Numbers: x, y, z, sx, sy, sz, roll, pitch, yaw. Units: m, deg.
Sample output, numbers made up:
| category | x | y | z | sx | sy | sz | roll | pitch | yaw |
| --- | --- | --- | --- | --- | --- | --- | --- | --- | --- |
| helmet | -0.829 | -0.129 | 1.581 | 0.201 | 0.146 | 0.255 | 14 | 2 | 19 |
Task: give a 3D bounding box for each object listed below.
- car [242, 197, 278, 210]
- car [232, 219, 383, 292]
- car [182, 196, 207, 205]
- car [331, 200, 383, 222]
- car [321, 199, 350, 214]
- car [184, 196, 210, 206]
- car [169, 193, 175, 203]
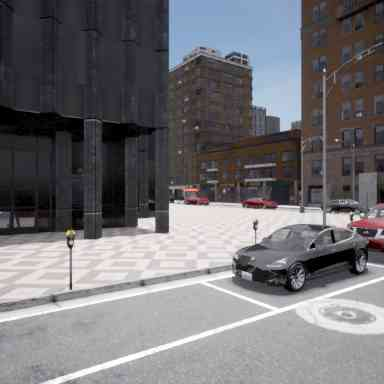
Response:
| category | x | y | z | sx | sy | sz | roll | pitch | yaw |
| --- | --- | --- | --- | --- | --- | --- | --- | --- | --- |
| car | 8.417 | 1.437 | 41.422 | 1.882 | 1.535 | 5.008 | 0 | 0 | -35 |
| car | 3.039 | 1.566 | 8.944 | 4.313 | 1.339 | 1.947 | 0 | 0 | -36 |
| car | 0.435 | 1.421 | 58.465 | 1.882 | 1.535 | 5.008 | 0 | 0 | -35 |
| car | 7.627 | 1.315 | 12.225 | 5.009 | 1.841 | 2.192 | 0 | 0 | -36 |
| car | 14.877 | 1.450 | 32.071 | 2.128 | 1.511 | 4.902 | 0 | 0 | -36 |
| car | 0.809 | 1.432 | 52.447 | 1.882 | 1.535 | 5.008 | 0 | 0 | -35 |
| car | -5.577 | 1.136 | 67.077 | 2.150 | 2.045 | 5.566 | 0 | 0 | -35 |
